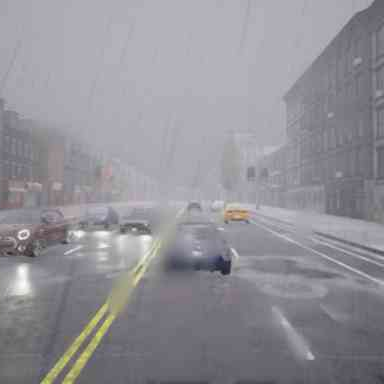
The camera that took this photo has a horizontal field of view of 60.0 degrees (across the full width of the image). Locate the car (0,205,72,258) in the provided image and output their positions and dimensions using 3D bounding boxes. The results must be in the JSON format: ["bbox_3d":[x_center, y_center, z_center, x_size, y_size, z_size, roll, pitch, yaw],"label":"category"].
[{"bbox_3d":[-6.529,1.460,13.271,2.097,1.767,4.553,0,0,0],"label":"car"}]

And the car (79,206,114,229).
[{"bbox_3d":[-6.400,1.725,23.460,1.812,1.442,4.674,0,0,0],"label":"car"}]

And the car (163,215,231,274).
[{"bbox_3d":[0.142,1.674,10.998,1.994,1.385,4.181,0,0,0],"label":"car"}]

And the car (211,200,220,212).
[{"bbox_3d":[3.546,1.846,44.646,1.812,1.442,4.674,0,0,0],"label":"car"}]

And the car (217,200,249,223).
[{"bbox_3d":[3.469,1.716,27.661,1.882,1.535,5.008,0,-1,0],"label":"car"}]

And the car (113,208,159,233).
[{"bbox_3d":[-3.189,1.726,21.071,2.033,1.411,5.357,0,0,1],"label":"car"}]

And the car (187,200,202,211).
[{"bbox_3d":[0.306,1.826,46.164,1.837,1.490,4.892,0,0,0],"label":"car"}]
